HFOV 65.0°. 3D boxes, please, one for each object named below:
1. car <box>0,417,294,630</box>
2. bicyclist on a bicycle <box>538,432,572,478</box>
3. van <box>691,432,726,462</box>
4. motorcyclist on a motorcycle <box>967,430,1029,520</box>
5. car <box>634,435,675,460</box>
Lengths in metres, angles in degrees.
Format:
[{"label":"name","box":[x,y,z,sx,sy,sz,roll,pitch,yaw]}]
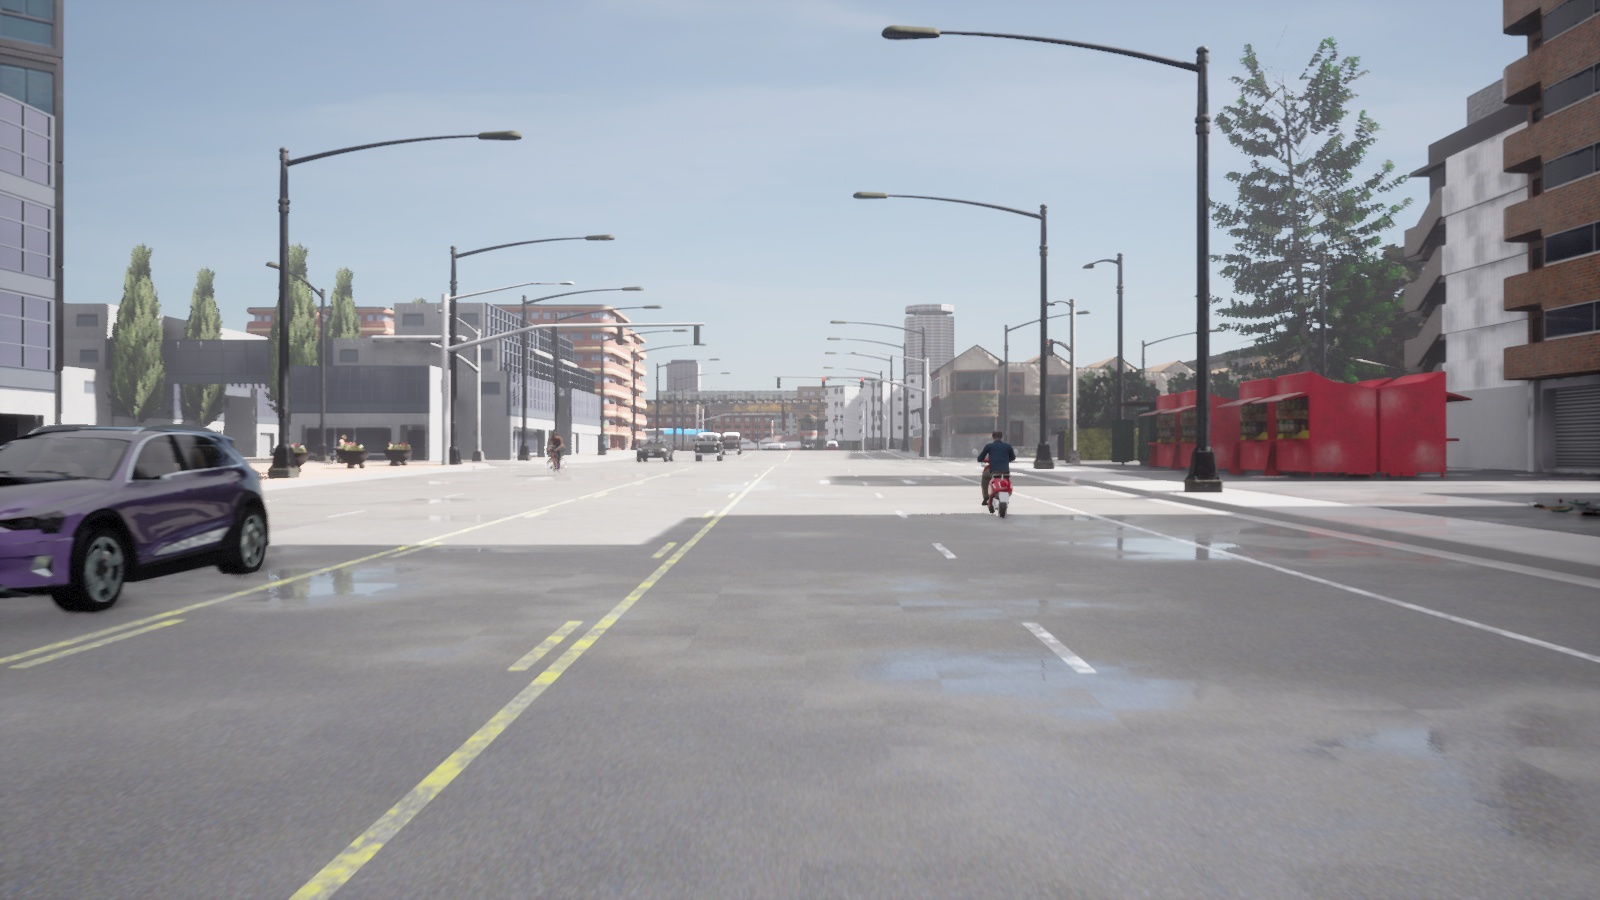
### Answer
[{"label":"car","box":[-6.914,0.541,12.158,2.033,1.649,4.856,0,1,0]},{"label":"bicyclist on a bicycle","box":[-8.823,0.154,45.275,0.582,1.620,1.656,0,1,14]},{"label":"van","box":[-6.468,-0.214,89.126,2.069,2.038,4.480,0,0,0]},{"label":"motorcyclist on a motorcycle","box":[3.650,0.434,23.284,0.866,1.590,1.817,0,1,0]},{"label":"car","box":[-9.985,-0.157,86.494,2.152,1.651,5.027,0,0,0]}]
